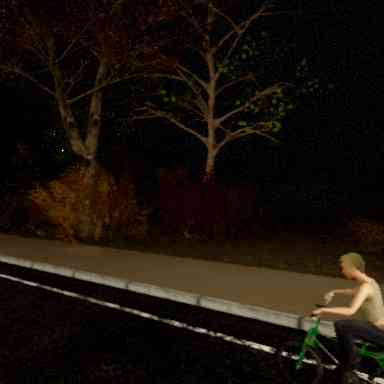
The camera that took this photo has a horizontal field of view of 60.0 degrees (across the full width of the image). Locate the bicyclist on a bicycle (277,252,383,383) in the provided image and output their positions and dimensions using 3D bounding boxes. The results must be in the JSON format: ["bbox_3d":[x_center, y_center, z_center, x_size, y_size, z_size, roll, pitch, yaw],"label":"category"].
[{"bbox_3d":[1.612,1.439,3.525,1.509,1.612,0.866,0,0,35],"label":"bicyclist on a bicycle"}]
